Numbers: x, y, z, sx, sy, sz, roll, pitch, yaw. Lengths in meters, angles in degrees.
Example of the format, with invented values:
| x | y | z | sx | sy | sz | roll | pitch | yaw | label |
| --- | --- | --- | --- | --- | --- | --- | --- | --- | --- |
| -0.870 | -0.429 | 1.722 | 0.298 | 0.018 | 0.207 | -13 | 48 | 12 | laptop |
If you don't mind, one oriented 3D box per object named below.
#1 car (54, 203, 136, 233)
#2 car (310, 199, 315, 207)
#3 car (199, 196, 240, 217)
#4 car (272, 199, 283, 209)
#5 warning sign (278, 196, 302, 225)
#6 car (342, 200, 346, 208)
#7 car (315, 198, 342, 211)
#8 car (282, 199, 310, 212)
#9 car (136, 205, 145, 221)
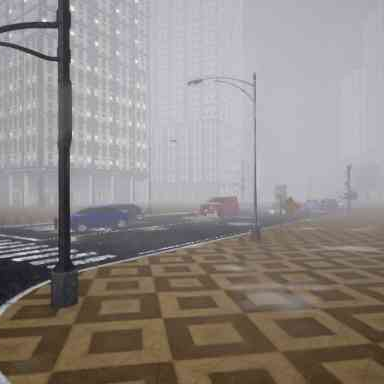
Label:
| x | y | z | sx | sy | sz | roll | pitch | yaw | label |
| --- | --- | --- | --- | --- | --- | --- | --- | --- | --- |
| -6.137 | 1.596 | 20.819 | 1.882 | 1.535 | 5.008 | 0 | -1 | 34 | car |
| 19.081 | 1.831 | 52.776 | 1.882 | 1.535 | 5.008 | 0 | 0 | 31 | car |
| 2.916 | 1.441 | 34.101 | 2.150 | 2.045 | 5.566 | 0 | 0 | 34 | car |
| 13.631 | 1.824 | 50.128 | 1.882 | 1.535 | 5.008 | 0 | -1 | 32 | car |
| 6.783 | 1.251 | 22.979 | 1.300 | 1.860 | 1.060 | 0 | 0 | 34 | warning sign |
| 24.402 | 1.965 | 55.237 | 1.895 | 1.301 | 4.718 | 0 | 0 | 30 | car |
| 19.244 | 1.663 | 46.754 | 2.097 | 1.767 | 4.553 | 0 | 0 | 32 | car |
| 13.860 | 1.898 | 44.380 | 1.895 | 1.301 | 4.718 | 0 | -1 | 33 | car |
| -5.921 | 1.671 | 26.900 | 1.837 | 1.490 | 4.892 | 0 | 0 | 34 | car |
